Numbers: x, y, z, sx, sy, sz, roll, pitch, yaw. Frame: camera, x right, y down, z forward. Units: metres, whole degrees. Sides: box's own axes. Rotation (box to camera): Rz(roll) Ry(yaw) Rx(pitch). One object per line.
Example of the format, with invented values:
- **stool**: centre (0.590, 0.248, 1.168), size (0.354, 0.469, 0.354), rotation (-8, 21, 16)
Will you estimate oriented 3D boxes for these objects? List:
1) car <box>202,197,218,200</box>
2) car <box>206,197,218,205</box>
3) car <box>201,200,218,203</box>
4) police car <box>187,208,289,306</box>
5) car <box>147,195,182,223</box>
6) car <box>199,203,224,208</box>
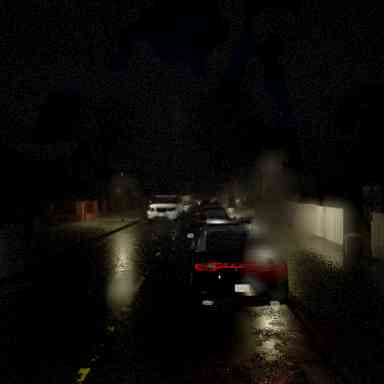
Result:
- **car**: centre (2.190, 1.523, 45.887), size (2.128, 1.511, 4.902), rotation (0, 0, 6)
- **car**: centre (3.758, 1.651, 61.045), size (1.895, 1.301, 4.718), rotation (0, 0, 7)
- **car**: centre (1.424, 1.537, 24.040), size (1.812, 1.442, 4.674), rotation (0, 0, 3)
- **police car**: centre (0.896, 1.428, 8.228), size (1.930, 1.638, 5.238), rotation (0, 0, 1)
- **car**: centre (-2.012, 1.235, 25.951), size (2.150, 2.045, 5.566), rotation (0, 0, 3)
- **car**: centre (1.166, 1.533, 18.071), size (1.812, 1.442, 4.674), rotation (0, 0, 2)
